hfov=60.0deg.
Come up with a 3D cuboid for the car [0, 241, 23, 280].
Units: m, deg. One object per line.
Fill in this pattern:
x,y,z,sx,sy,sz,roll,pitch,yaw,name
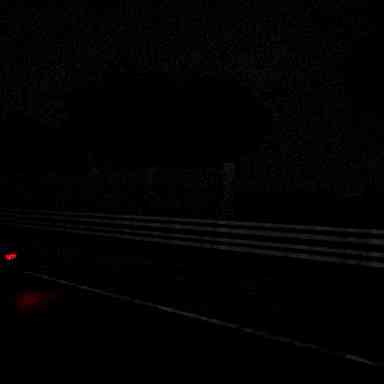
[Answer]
-6.501,1.532,8.552,5.357,1.411,2.033,0,0,35,car
